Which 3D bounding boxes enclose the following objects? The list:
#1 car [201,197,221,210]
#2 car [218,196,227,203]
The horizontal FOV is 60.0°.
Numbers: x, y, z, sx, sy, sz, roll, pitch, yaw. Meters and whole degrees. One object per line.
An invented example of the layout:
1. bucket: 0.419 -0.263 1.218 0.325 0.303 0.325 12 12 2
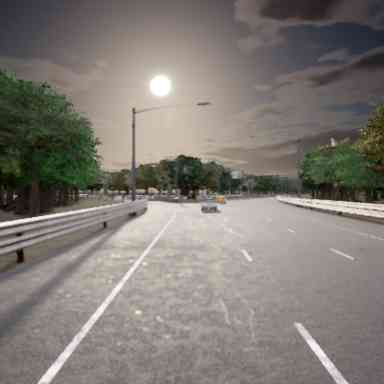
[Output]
1. car: 2.247 1.606 41.733 1.895 1.301 4.718 0 0 6
2. car: 6.133 1.494 69.195 1.882 1.535 5.008 0 0 10
